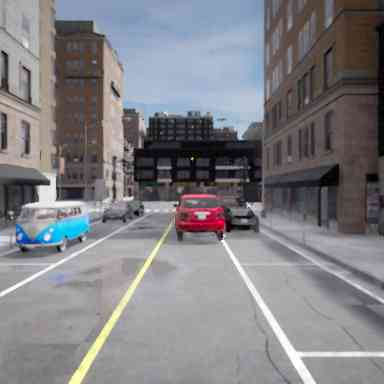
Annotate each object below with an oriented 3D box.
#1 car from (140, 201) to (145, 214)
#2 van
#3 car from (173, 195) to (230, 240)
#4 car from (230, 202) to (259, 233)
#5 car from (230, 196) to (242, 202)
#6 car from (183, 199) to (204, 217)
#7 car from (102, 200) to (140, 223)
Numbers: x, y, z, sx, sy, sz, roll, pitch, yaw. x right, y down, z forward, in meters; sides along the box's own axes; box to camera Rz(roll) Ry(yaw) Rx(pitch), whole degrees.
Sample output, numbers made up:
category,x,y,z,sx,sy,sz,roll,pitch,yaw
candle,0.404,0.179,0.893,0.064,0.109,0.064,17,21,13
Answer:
category,x,y,z,sx,sy,sz,roll,pitch,yaw
car,-5.368,1.439,30.181,1.947,1.339,4.313,0,0,0
van,-5.379,1.285,13.194,1.690,1.788,3.998,0,0,0
car,0.260,1.150,16.800,2.150,2.045,5.566,0,0,-4
car,2.650,1.487,18.852,1.947,1.339,4.313,0,0,0
car,2.653,1.212,24.513,2.192,1.841,5.009,0,0,0
car,0.110,1.398,30.432,1.812,1.442,4.674,0,0,0
car,-5.372,1.448,24.519,2.008,1.369,4.403,0,0,0
